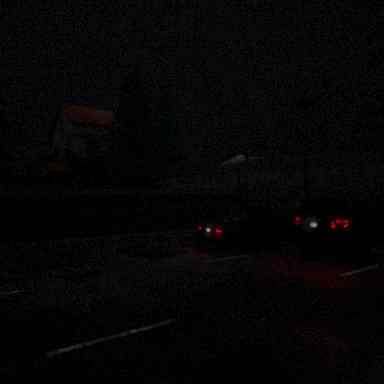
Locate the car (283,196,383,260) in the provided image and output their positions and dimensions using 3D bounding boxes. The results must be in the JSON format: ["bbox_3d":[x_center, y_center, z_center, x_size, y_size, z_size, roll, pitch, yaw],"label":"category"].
[{"bbox_3d":[6.214,1.189,12.529,5.566,2.045,2.150,0,0,-35],"label":"car"}]

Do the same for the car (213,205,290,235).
[{"bbox_3d":[3.479,1.530,19.166,4.181,1.385,1.994,0,0,-35],"label":"car"}]

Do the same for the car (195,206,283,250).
[{"bbox_3d":[2.695,1.523,14.338,5.357,1.411,2.033,0,0,-35],"label":"car"}]
